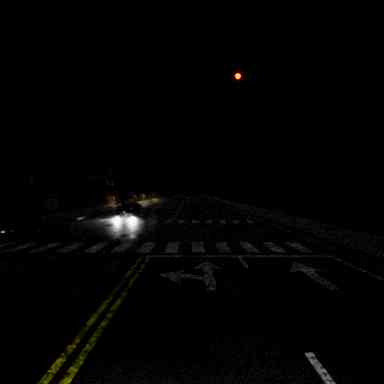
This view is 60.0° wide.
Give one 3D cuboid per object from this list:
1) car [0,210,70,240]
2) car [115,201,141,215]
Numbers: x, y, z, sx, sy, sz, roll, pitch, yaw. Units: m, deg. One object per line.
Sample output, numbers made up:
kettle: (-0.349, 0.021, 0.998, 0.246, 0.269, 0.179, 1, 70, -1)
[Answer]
car: (-8.577, 1.552, 15.504, 5.357, 1.411, 2.033, 0, 0, -32)
car: (-6.472, 1.590, 33.934, 1.895, 1.301, 4.718, 0, 0, 0)
